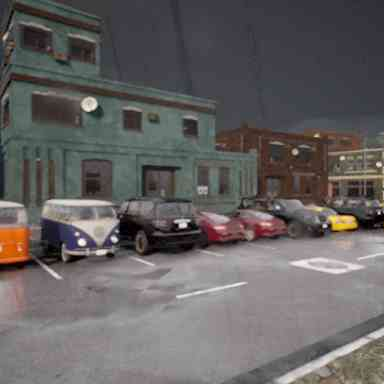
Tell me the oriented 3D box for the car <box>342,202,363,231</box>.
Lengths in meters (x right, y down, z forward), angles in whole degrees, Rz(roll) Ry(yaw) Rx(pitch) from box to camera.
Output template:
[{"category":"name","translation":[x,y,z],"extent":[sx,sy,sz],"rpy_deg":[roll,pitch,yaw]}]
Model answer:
[{"category":"car","translation":[7.097,1.570,20.256],"extent":[1.946,1.575,5.366],"rpy_deg":[0,0,-35]}]

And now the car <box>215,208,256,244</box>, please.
[{"category":"car","translation":[0.415,1.559,15.266],"extent":[2.002,1.452,4.674],"rpy_deg":[0,0,-35]}]

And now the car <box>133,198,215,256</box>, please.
[{"category":"car","translation":[-1.865,1.252,13.680],"extent":[2.435,2.045,5.566],"rpy_deg":[0,0,-35]}]

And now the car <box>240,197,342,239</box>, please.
[{"category":"car","translation":[4.857,1.302,18.398],"extent":[2.435,2.045,5.566],"rpy_deg":[0,0,-35]}]

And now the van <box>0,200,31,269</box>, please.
[{"category":"van","translation":[-6.443,1.248,10.527],"extent":[1.878,1.987,4.442],"rpy_deg":[0,0,-35]}]

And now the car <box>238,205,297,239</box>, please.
[{"category":"car","translation":[2.626,1.575,16.841],"extent":[2.002,1.452,4.674],"rpy_deg":[0,0,-35]}]

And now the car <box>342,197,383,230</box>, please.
[{"category":"car","translation":[9.453,1.342,21.743],"extent":[2.435,2.045,5.566],"rpy_deg":[1,0,-35]}]

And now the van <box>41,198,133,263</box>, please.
[{"category":"van","translation":[-4.045,1.261,11.948],"extent":[1.878,1.987,4.442],"rpy_deg":[0,0,-35]}]
